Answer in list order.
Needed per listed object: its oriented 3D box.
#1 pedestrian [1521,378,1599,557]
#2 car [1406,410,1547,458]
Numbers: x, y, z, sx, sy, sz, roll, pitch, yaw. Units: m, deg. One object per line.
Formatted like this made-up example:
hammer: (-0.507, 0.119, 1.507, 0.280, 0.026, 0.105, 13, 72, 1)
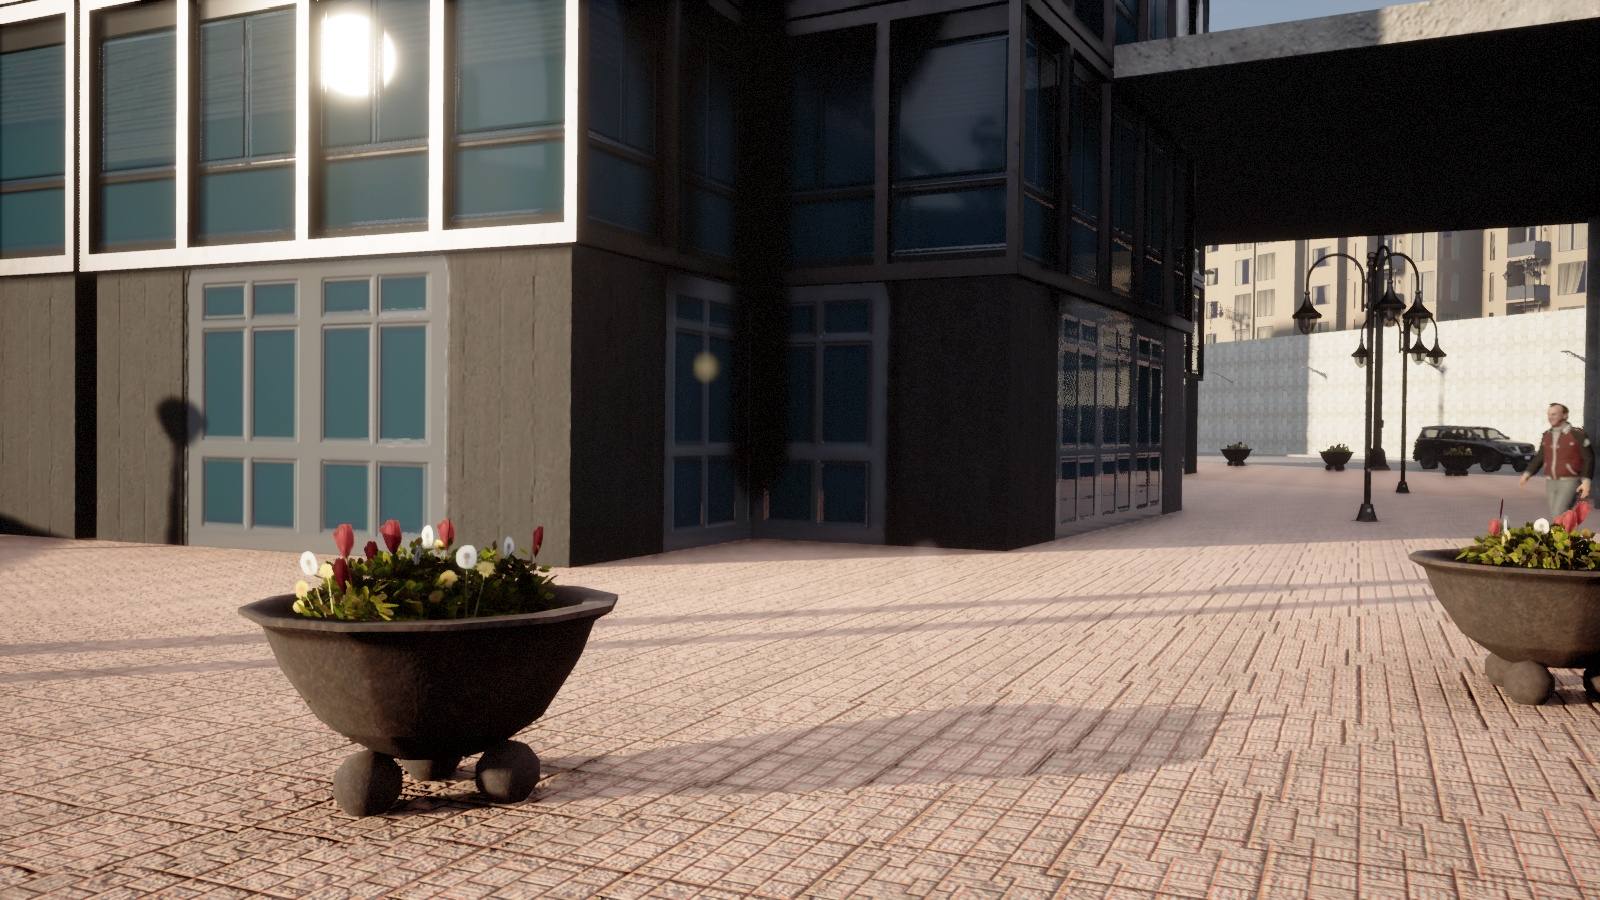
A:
pedestrian: (8.092, 0.175, 13.322, 0.720, 1.854, 0.376, -1, 1, -19)
car: (30.298, -0.729, 56.484, 2.150, 2.045, 5.566, -1, 1, -20)
